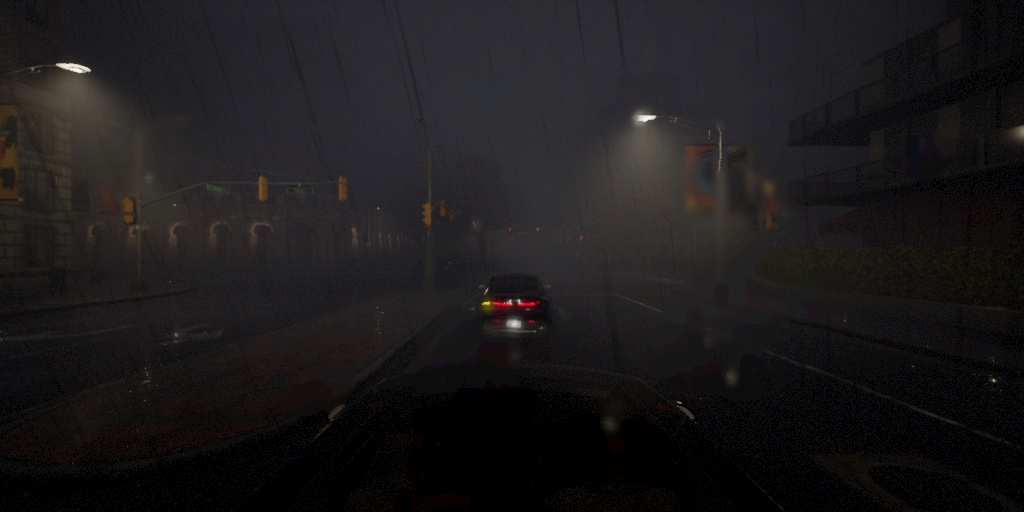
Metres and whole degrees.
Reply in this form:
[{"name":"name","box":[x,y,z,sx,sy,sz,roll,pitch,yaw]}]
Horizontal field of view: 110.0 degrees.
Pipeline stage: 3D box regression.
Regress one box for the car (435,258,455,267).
[{"name":"car","box":[-11.492,1.046,62.003,1.837,1.490,4.892,0,0,1]}]

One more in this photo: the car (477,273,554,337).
[{"name":"car","box":[0.081,1.225,10.178,1.837,1.490,4.892,0,0,0]}]

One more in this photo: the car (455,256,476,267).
[{"name":"car","box":[-7.994,0.893,62.025,2.097,1.767,4.553,0,0,1]}]

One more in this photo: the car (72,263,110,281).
[{"name":"car","box":[-34.964,1.221,28.590,4.181,1.385,1.994,0,0,0]}]
